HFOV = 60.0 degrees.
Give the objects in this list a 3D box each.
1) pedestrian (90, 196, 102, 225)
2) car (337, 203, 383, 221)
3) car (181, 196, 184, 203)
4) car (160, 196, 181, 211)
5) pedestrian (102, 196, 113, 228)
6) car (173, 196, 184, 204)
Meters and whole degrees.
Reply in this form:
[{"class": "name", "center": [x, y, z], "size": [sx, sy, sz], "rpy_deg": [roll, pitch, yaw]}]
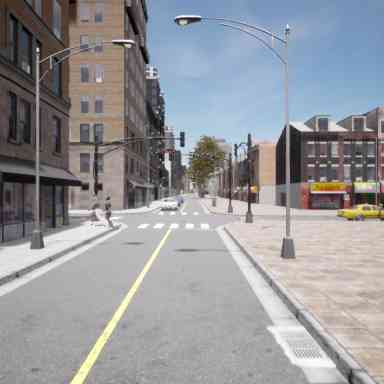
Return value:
[{"class": "pedestrian", "center": [-5.750, 1.131, 20.002], "size": [0.375, 1.860, 0.375], "rpy_deg": [0, 0, 0]}, {"class": "car", "center": [13.987, 1.581, 26.098], "size": [4.829, 1.417, 1.752], "rpy_deg": [0, -1, 0]}, {"class": "car", "center": [-2.661, 1.489, 50.425], "size": [2.033, 1.411, 5.357], "rpy_deg": [0, 0, 0]}, {"class": "car", "center": [-2.697, 1.483, 40.646], "size": [1.812, 1.442, 4.674], "rpy_deg": [0, 0, 0]}, {"class": "pedestrian", "center": [-4.846, 1.134, 19.362], "size": [0.375, 1.860, 0.375], "rpy_deg": [0, 0, 0]}, {"class": "car", "center": [-2.551, 1.449, 64.918], "size": [1.812, 1.442, 4.674], "rpy_deg": [0, 0, 1]}]
